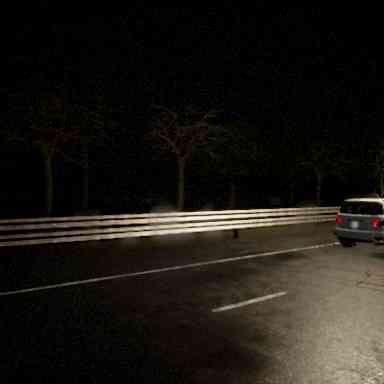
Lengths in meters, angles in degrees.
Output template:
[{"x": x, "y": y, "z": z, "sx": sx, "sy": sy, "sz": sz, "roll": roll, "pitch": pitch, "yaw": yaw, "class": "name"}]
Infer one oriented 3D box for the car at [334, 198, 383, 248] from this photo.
[{"x": 8.255, "y": 1.293, "z": 13.942, "sx": 5.566, "sy": 2.045, "sz": 2.150, "roll": 0, "pitch": 0, "yaw": -35, "class": "car"}]
